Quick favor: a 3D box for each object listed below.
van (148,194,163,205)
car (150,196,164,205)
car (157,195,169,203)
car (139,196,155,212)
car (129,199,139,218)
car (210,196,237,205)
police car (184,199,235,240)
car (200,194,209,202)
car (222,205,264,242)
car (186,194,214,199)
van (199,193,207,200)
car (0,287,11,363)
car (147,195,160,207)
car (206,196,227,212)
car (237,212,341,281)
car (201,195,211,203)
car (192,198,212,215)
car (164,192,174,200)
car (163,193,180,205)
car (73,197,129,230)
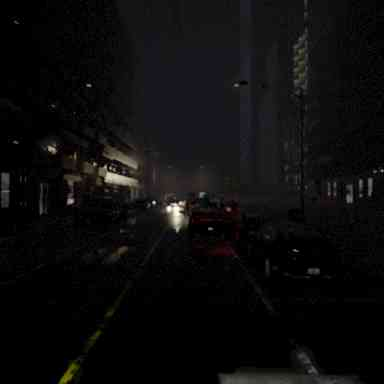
[{"bbox_3d":[-5.682,1.166,48.538,1.690,1.788,3.998,1,0,0],"label":"van"},{"bbox_3d":[-5.685,1.332,53.938,1.752,1.417,4.829,1,0,0],"label":"car"},{"bbox_3d":[-5.687,1.318,65.246,2.008,1.369,4.403,1,0,0],"label":"car"},{"bbox_3d":[-5.684,1.430,37.399,1.947,1.339,4.313,1,0,0],"label":"car"},{"bbox_3d":[-5.682,1.448,26.259,1.887,1.381,4.507,1,0,0],"label":"car"},{"bbox_3d":[2.700,1.344,26.259,1.967,1.590,4.097,1,0,0],"label":"car"},{"bbox_3d":[0.683,1.362,16.902,1.930,1.638,5.238,0,0,-3],"label":"police car"},{"bbox_3d":[2.692,1.273,70.986,1.752,1.417,4.829,1,0,0],"label":"car"},{"bbox_3d":[2.700,1.495,15.120,2.008,1.369,4.403,1,0,0],"label":"car"},{"bbox_3d":[0.523,1.254,26.686,2.097,1.767,4.553,0,0,-6],"label":"car"},{"bbox_3d":[2.693,1.052,81.956,1.690,1.788,3.998,1,0,0],"label":"van"},{"bbox_3d":[-3.100,1.496,2.094,1.837,1.490,4.892,0,0,0],"label":"car"},{"bbox_3d":[-5.685,1.395,42.968,2.008,1.369,4.403,1,0,0],"label":"car"},{"bbox_3d":[2.698,1.304,37.399,1.967,1.590,4.097,1,0,0],"label":"car"},{"bbox_3d":[2.701,1.515,9.552,2.008,1.369,4.403,1,0,0],"label":"car"},{"bbox_3d":[2.692,1.349,65.247,1.802,1.307,4.206,1,0,0],"label":"car"},{"bbox_3d":[0.896,1.406,32.806,1.812,1.442,4.674,0,0,0],"label":"car"},{"bbox_3d":[-5.686,1.026,81.955,2.192,1.841,5.009,1,0,0],"label":"car"},{"bbox_3d":[-3.036,1.301,53.296,2.128,1.511,4.902,0,0,1],"label":"car"},{"bbox_3d":[-5.678,1.239,20.688,2.192,1.841,5.009,1,0,0],"label":"car"}]
